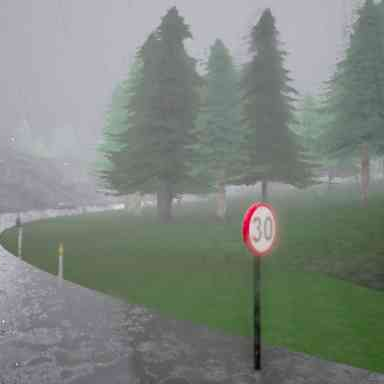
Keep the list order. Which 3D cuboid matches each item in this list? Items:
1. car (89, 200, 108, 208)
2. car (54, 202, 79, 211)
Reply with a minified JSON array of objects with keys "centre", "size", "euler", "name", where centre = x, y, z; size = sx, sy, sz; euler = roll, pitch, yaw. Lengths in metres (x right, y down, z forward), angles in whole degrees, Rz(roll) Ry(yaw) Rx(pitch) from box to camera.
[{"centre":[-18.565,2.400,66.290],"size":[2.128,1.511,4.902],"euler":[0,1,16],"name":"car"},{"centre":[-21.252,2.428,56.478],"size":[1.882,1.535,5.008],"euler":[0,0,15],"name":"car"}]
